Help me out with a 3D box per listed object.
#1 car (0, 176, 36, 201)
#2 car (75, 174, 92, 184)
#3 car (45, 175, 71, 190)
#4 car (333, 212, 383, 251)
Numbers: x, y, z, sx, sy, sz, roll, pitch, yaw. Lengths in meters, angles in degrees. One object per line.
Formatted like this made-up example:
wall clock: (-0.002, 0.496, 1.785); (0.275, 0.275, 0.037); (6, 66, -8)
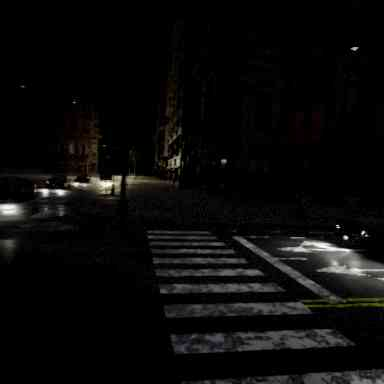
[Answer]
car: (-12.052, -0.317, 22.286); (1.882, 1.535, 5.008); (2, 3, -9)
car: (-16.760, -2.033, 51.456); (1.994, 1.385, 4.181); (2, 3, -9)
car: (-14.214, -1.097, 35.591); (1.812, 1.442, 4.674); (2, 3, -9)
car: (8.006, 1.309, 12.021); (5.357, 1.411, 2.033); (2, 3, -9)
